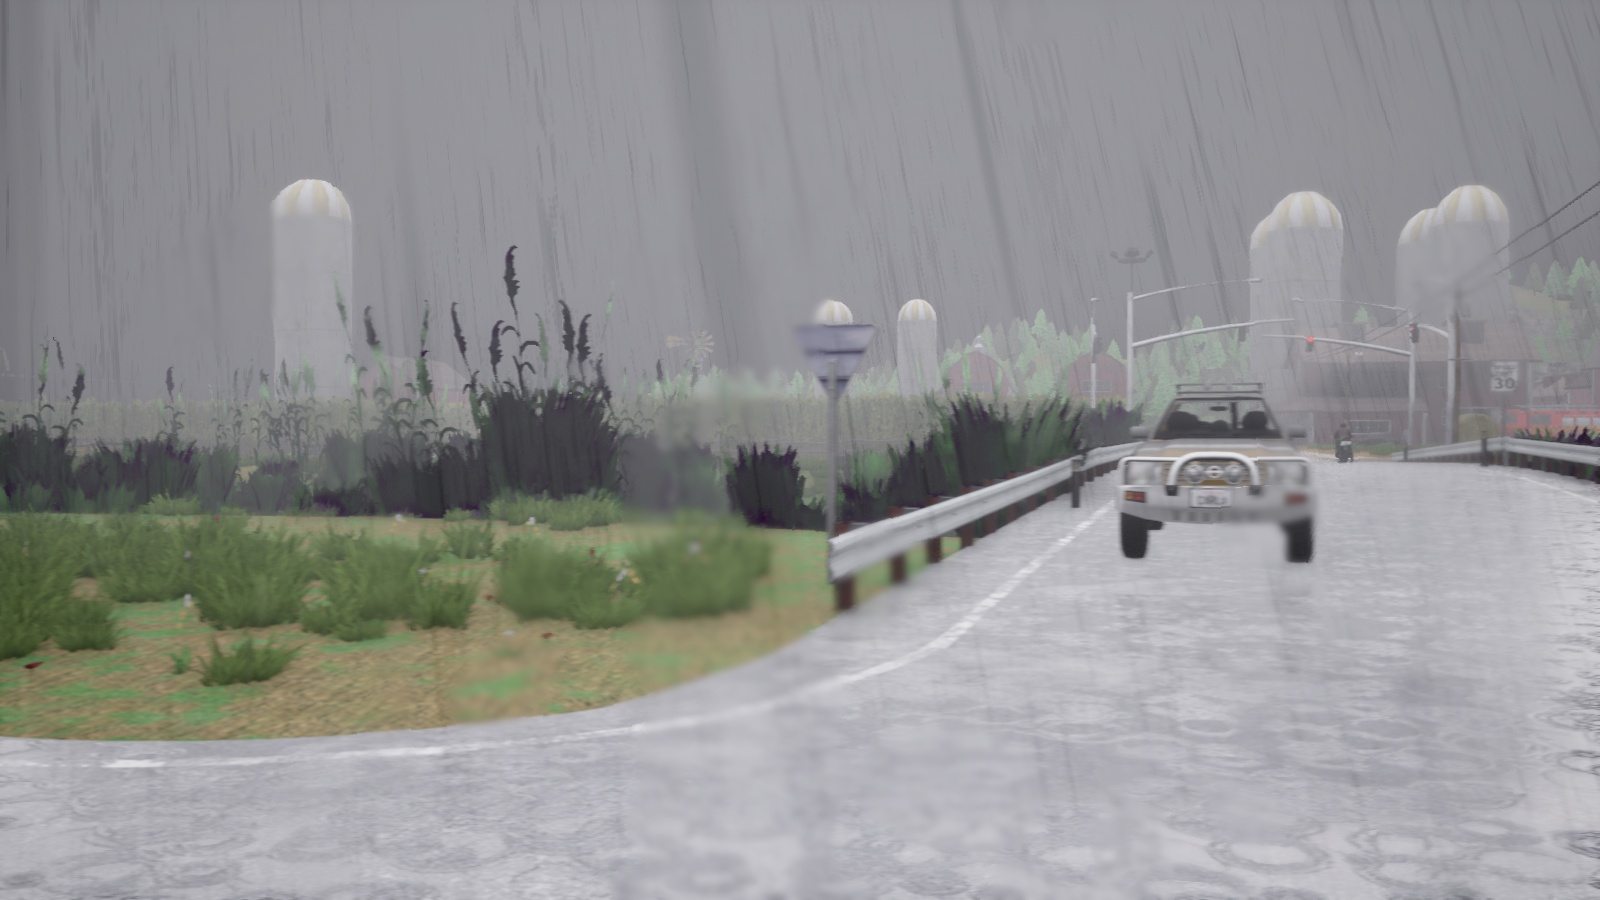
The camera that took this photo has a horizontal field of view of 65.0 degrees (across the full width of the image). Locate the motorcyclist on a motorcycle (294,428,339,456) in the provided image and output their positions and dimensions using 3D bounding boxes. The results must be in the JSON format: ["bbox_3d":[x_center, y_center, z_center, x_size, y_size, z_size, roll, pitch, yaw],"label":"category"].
[{"bbox_3d":[-28.637,-0.467,74.353,2.350,1.649,0.766,0,-1,-6],"label":"motorcyclist on a motorcycle"}]

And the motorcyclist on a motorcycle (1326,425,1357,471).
[{"bbox_3d":[19.130,-0.053,44.391,0.797,1.523,2.044,1,-2,18],"label":"motorcyclist on a motorcycle"}]

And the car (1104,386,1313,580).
[{"bbox_3d":[4.748,0.208,14.483,1.932,1.855,4.605,1,3,20],"label":"car"}]
